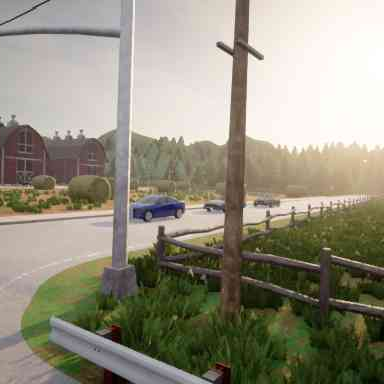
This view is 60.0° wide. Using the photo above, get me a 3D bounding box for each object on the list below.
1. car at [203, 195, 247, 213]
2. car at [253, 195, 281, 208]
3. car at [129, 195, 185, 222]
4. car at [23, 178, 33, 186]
[{"bbox_3d":[3.064,0.997,29.461,2.033,1.411,5.357,3,2,33],"label":"car"},{"bbox_3d":[8.583,0.997,37.814,1.994,1.385,4.181,3,2,33],"label":"car"},{"bbox_3d":[-2.378,0.943,21.201,1.882,1.535,5.008,3,2,33],"label":"car"},{"bbox_3d":[-38.905,-2.329,79.375,1.905,1.878,3.866,8,2,-13],"label":"car"}]
